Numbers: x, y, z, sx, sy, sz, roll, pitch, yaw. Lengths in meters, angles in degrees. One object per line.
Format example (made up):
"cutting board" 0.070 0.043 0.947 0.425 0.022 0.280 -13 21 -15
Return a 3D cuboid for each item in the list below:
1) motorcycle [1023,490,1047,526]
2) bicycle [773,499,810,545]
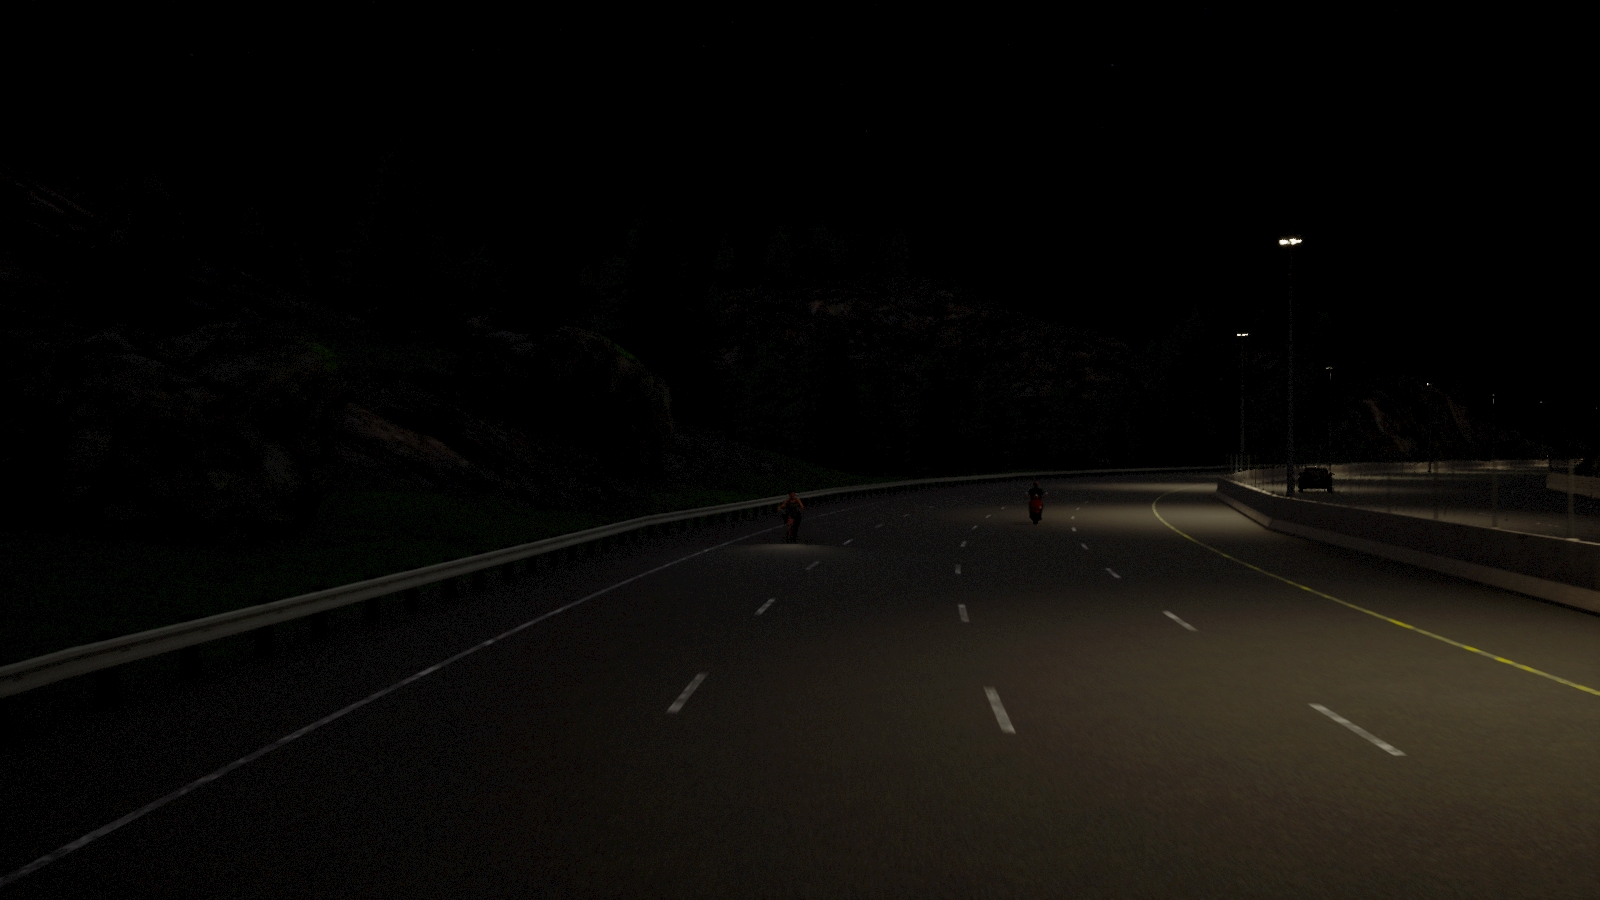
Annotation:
"motorcycle" 8.962 2.193 43.550 0.856 1.236 1.805 1 0 12
"bicycle" -0.250 2.148 34.461 0.859 1.295 1.487 0 0 11
